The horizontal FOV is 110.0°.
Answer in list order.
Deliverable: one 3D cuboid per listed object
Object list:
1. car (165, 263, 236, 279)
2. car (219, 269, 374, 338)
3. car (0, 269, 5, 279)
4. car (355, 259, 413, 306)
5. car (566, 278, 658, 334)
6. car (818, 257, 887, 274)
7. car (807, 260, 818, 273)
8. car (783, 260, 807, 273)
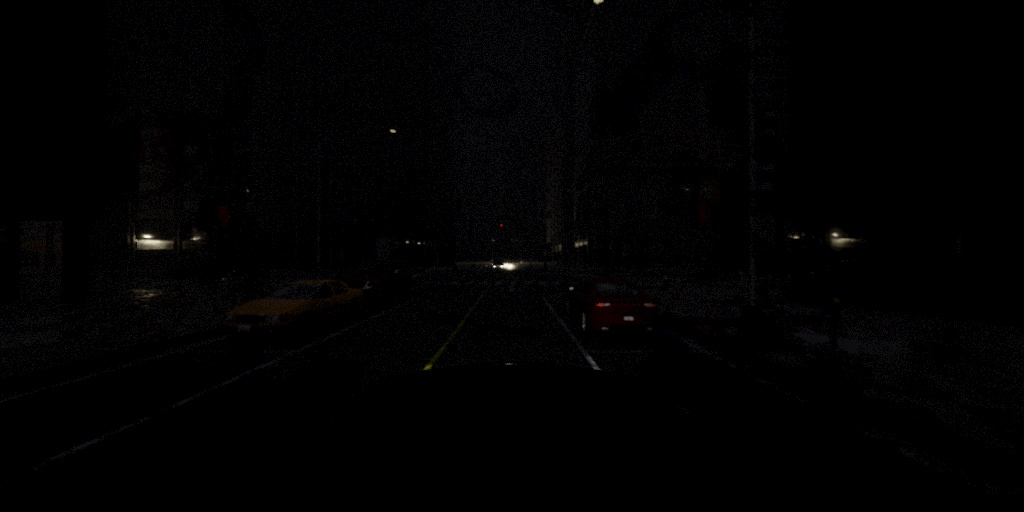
[{"bbox_3d":[-28.717,1.378,33.091,5.357,1.411,2.033,0,0,0],"label":"car"},{"bbox_3d":[-5.858,1.274,10.259,1.751,1.417,4.829,0,0,0],"label":"car"},{"bbox_3d":[-49.451,1.432,33.077,4.674,1.442,1.812,0,0,0],"label":"car"},{"bbox_3d":[-5.859,1.065,15.888,2.192,1.841,5.009,0,0,0],"label":"car"},{"bbox_3d":[2.667,1.293,10.428,1.888,1.381,4.507,0,0,0],"label":"car"},{"bbox_3d":[31.759,1.121,33.137,4.892,1.490,1.837,0,0,0],"label":"car"},{"bbox_3d":[36.081,1.025,39.720,4.553,1.767,2.097,0,0,0],"label":"car"},{"bbox_3d":[35.318,1.191,42.965,4.902,1.511,2.128,0,0,0],"label":"car"}]
